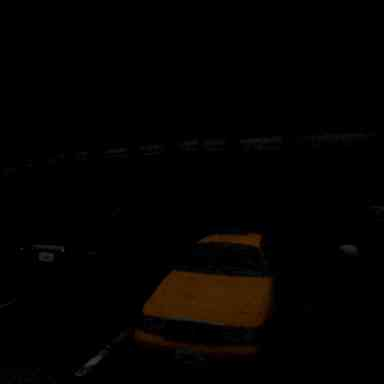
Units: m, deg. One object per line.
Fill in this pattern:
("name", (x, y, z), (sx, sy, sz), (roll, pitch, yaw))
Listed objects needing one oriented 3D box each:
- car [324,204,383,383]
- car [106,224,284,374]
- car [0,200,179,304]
("car", (3.192, 1.236, 4.561), (2.435, 2.045, 5.566), (1, 0, 16))
("car", (0.694, 1.467, 6.164), (1.946, 1.575, 5.366), (1, 0, 15))
("car", (-1.711, 1.206, 8.129), (2.435, 2.045, 5.566), (0, -1, 15))
